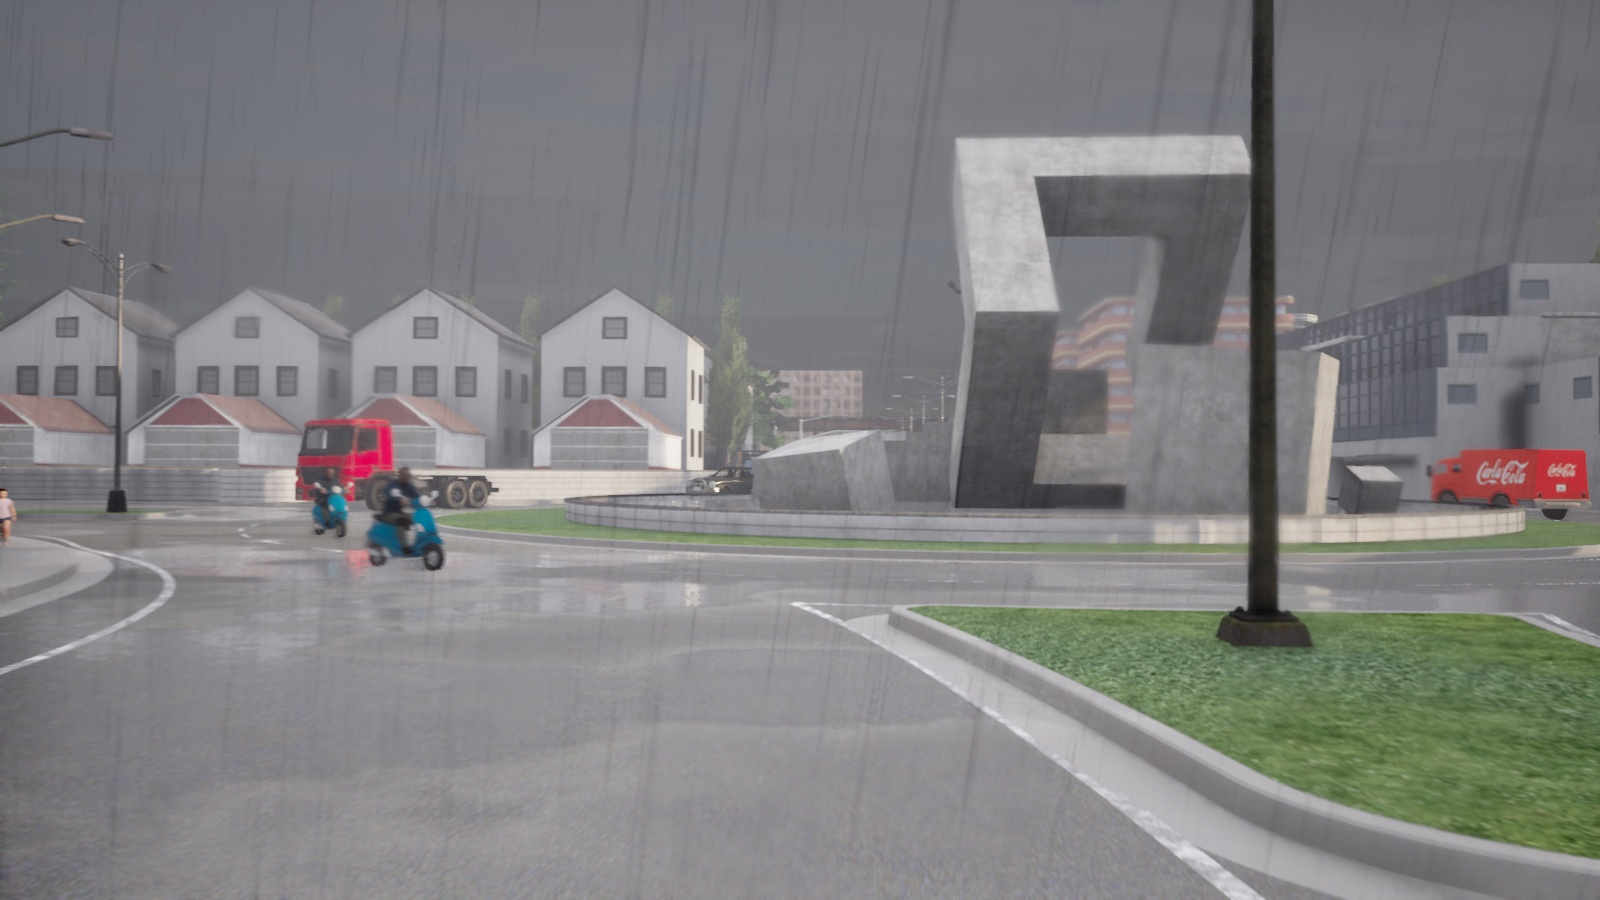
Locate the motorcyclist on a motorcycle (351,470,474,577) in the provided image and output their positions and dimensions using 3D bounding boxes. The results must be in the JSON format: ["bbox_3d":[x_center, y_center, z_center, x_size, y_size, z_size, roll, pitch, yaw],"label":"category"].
[{"bbox_3d":[-6.045,1.110,19.558,1.817,1.590,0.866,-1,-2,34],"label":"motorcyclist on a motorcycle"}]

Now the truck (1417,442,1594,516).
[{"bbox_3d":[25.178,1.024,45.103,2.627,2.467,5.204,0,-1,-15],"label":"truck"}]

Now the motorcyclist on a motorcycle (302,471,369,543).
[{"bbox_3d":[-10.623,1.274,28.689,0.866,1.590,1.817,0,-1,-41],"label":"motorcyclist on a motorcycle"}]

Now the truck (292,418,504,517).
[{"bbox_3d":[-15.219,0.679,48.294,2.891,3.462,7.936,-1,-1,29],"label":"truck"}]

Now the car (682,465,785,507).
[{"bbox_3d":[-2.982,1.599,57.310,1.932,1.855,4.605,-1,-1,44],"label":"car"}]

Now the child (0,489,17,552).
[{"bbox_3d":[-14.203,1.261,22.513,0.255,1.110,0.394,1,-1,-36],"label":"child"}]
